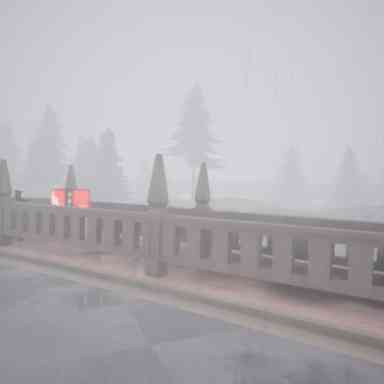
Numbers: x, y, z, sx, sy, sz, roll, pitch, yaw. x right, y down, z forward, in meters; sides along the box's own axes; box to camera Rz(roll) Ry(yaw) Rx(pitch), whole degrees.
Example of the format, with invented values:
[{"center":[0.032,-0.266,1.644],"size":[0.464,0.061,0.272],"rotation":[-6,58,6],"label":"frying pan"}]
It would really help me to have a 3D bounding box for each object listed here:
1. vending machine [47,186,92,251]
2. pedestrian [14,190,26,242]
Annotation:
[{"center":[-4.266,0.871,11.625],"size":[0.880,2.100,1.100],"rotation":[3,1,30],"label":"vending machine"},{"center":[-5.952,0.779,11.446],"size":[0.375,1.860,0.375],"rotation":[3,2,29],"label":"pedestrian"}]
